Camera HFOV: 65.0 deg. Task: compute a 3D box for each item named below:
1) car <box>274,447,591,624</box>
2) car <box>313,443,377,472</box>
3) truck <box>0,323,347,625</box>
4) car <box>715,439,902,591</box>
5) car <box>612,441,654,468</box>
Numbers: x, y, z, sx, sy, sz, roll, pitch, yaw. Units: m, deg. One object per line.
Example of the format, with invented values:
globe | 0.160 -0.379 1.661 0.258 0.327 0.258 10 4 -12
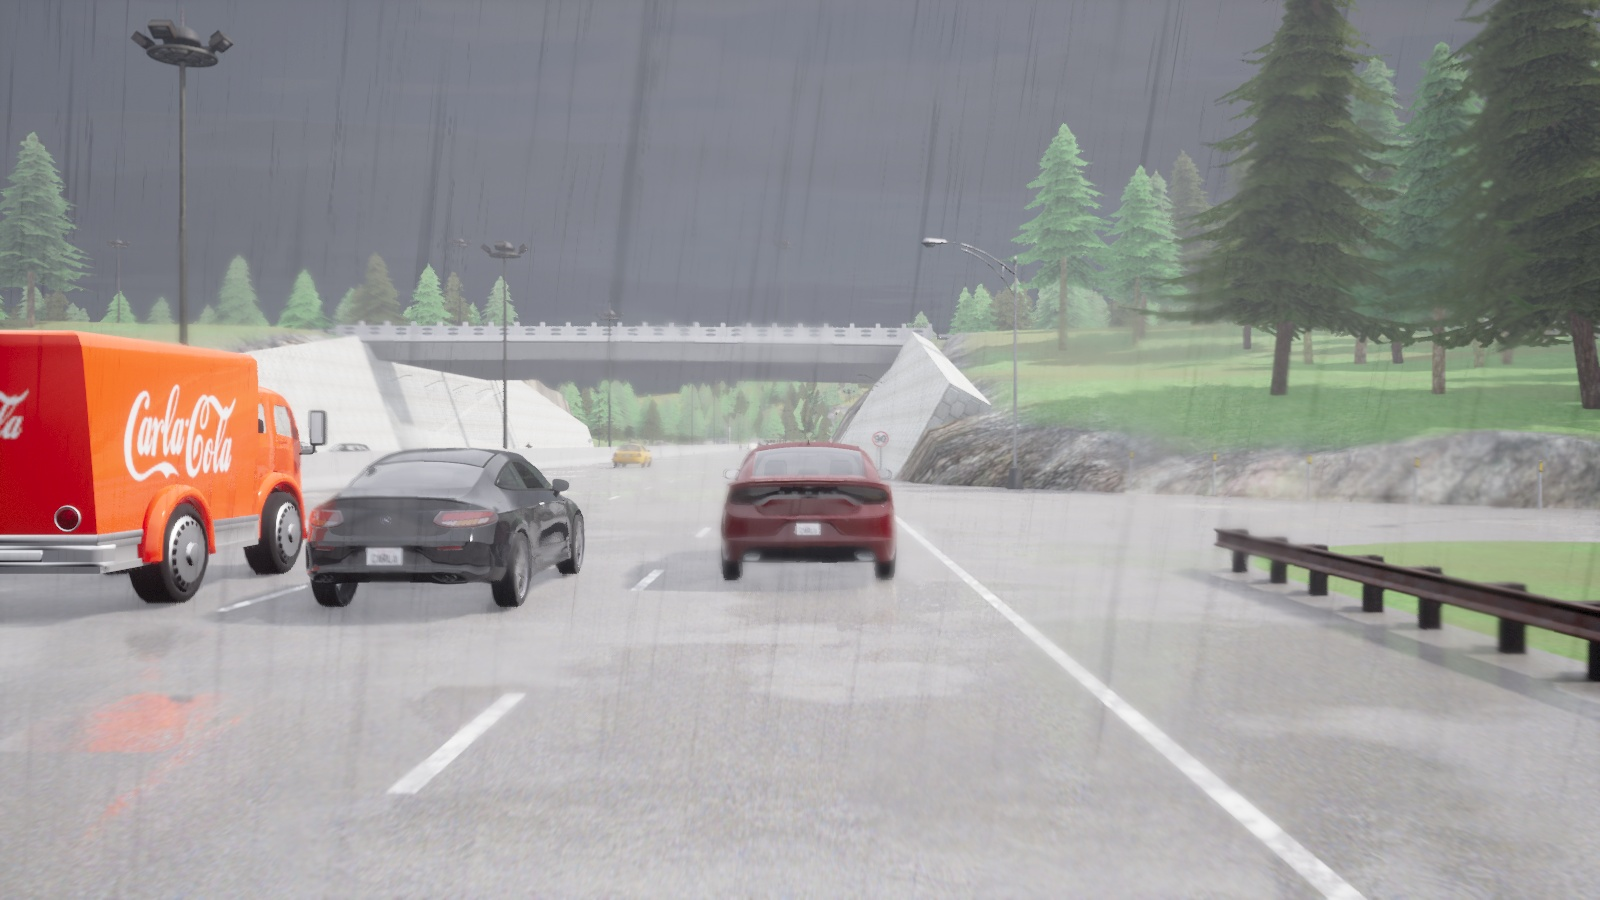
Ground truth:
car | -3.413 0.698 12.672 1.812 1.442 4.674 0 0 0
car | -24.106 0.365 66.659 1.816 1.474 4.193 0 0 0
truck | -6.911 0.182 12.865 2.627 2.467 5.204 0 0 0
car | 0.102 0.639 15.176 1.882 1.535 5.008 0 0 0
car | -10.053 0.250 75.793 1.801 1.575 5.366 0 0 0
